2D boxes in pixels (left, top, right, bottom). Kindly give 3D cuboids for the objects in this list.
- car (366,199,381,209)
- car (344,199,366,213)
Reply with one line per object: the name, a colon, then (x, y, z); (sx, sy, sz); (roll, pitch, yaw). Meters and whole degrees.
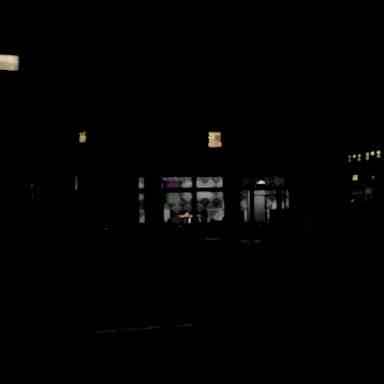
car: (24.644, 1.606, 45.081); (1.802, 1.307, 4.206); (-2, 0, -10)
car: (17.373, 1.561, 38.149); (1.967, 1.590, 4.097); (-2, 0, -10)
